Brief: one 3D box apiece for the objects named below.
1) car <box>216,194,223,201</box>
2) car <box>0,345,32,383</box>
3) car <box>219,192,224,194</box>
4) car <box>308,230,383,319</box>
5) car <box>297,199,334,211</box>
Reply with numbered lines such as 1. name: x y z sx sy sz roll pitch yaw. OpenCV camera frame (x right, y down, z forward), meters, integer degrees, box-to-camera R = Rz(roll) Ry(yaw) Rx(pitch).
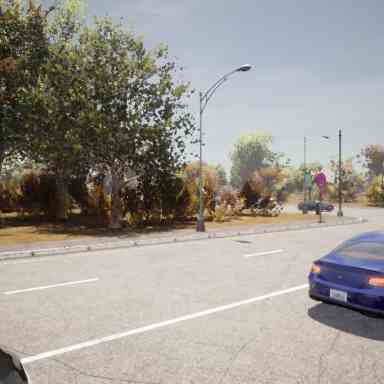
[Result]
1. car: 3.987 1.459 56.270 1.812 1.442 4.674 0 1 -32
2. car: -3.324 1.492 1.375 4.902 1.511 2.128 0 0 -35
3. car: 4.645 1.094 62.144 2.150 2.045 5.566 0 -1 -32
4. car: 4.276 1.526 6.801 4.674 1.442 1.812 0 0 -36
5. car: 14.616 1.564 39.447 1.994 1.385 4.181 0 0 -32
